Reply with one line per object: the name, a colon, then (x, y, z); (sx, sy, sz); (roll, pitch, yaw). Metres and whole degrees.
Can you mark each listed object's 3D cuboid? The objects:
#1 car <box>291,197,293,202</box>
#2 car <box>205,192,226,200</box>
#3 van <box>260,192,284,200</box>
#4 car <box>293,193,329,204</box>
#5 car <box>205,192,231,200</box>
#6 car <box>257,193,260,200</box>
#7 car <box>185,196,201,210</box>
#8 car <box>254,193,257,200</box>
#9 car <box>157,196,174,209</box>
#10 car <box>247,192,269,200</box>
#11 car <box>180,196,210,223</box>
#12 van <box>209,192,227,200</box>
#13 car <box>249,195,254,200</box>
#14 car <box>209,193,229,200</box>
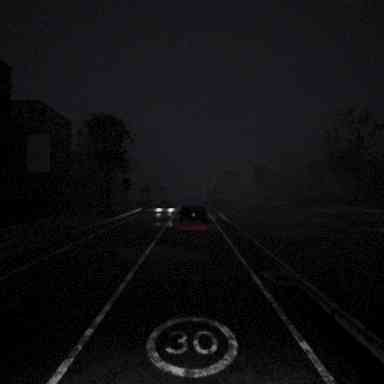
car: (18.692, 1.163, 54.875); (4.674, 1.452, 2.002); (0, 0, 0)
car: (6.210, 1.083, 88.369); (5.566, 2.045, 2.435); (0, -1, -1)
van: (18.440, 0.913, 75.670); (4.442, 1.987, 1.878); (0, -1, 0)
car: (18.762, 1.015, 51.704); (4.553, 1.767, 2.185); (0, 0, 0)
car: (6.100, 1.140, 76.218); (5.366, 1.575, 1.946); (0, -1, 0)
car: (18.720, 1.167, 78.464); (5.366, 1.575, 1.946); (0, -1, 0)
car: (0.104, 1.267, 41.041); (1.837, 1.490, 4.892); (0, 1, 0)
car: (18.700, 1.203, 81.125); (5.366, 1.575, 1.946); (0, -1, 0)
car: (-3.336, 1.283, 41.686); (1.812, 1.442, 4.674); (0, 0, 0)
car: (18.372, 1.179, 92.304); (5.566, 2.045, 2.435); (0, -1, -1)
car: (0.103, 1.335, 24.456); (1.882, 1.535, 5.008); (0, 0, 0)
van: (6.353, 0.995, 82.178); (4.442, 1.987, 1.878); (0, -1, 0)
car: (18.440, 1.052, 86.844); (5.566, 2.045, 2.435); (0, -1, -1)
car: (6.292, 1.050, 79.139); (4.553, 1.767, 2.185); (0, -1, 0)
